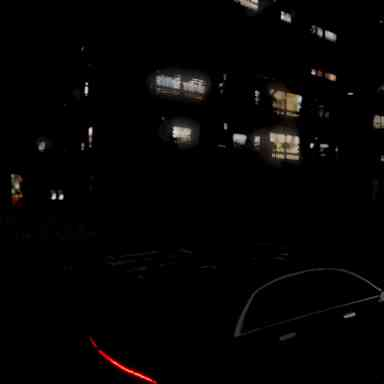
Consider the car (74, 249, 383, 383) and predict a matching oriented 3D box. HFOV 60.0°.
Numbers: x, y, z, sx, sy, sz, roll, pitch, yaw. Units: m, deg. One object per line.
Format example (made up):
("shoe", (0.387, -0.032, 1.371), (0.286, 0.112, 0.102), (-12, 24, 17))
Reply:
("car", (1.111, 1.502, 4.163), (4.892, 1.490, 1.837), (0, 0, -35))
